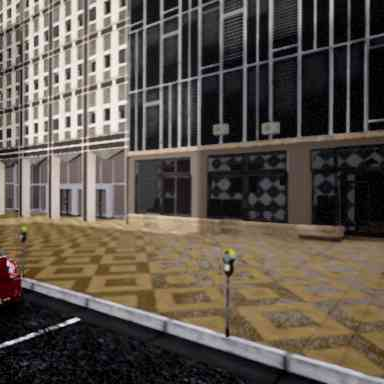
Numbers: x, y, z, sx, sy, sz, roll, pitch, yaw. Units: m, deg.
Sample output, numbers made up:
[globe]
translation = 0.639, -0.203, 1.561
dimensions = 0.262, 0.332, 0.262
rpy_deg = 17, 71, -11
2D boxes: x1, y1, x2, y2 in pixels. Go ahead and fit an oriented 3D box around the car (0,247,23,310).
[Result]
[car]
translation = -5.199, 1.456, 6.572
dimensions = 4.097, 1.590, 1.967
rpy_deg = 0, 0, 36
